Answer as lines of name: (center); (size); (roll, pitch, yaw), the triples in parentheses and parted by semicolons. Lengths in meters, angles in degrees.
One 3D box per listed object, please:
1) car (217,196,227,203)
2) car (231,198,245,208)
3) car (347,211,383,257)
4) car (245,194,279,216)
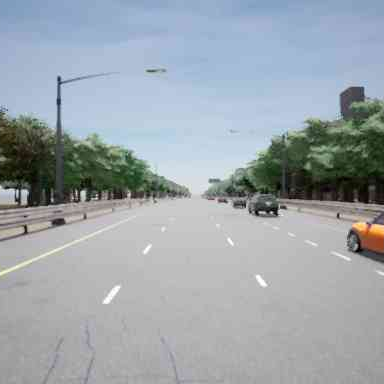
car: (7.230, 1.807, 80.531); (2.097, 1.767, 4.553); (0, -1, 0)
car: (7.062, 1.618, 50.172); (1.837, 1.490, 4.892); (0, 0, 0)
car: (7.014, 1.354, 10.905); (2.097, 1.767, 4.553); (0, 0, 0)
car: (7.011, 1.245, 33.093); (2.150, 2.045, 5.566); (0, 0, 0)
